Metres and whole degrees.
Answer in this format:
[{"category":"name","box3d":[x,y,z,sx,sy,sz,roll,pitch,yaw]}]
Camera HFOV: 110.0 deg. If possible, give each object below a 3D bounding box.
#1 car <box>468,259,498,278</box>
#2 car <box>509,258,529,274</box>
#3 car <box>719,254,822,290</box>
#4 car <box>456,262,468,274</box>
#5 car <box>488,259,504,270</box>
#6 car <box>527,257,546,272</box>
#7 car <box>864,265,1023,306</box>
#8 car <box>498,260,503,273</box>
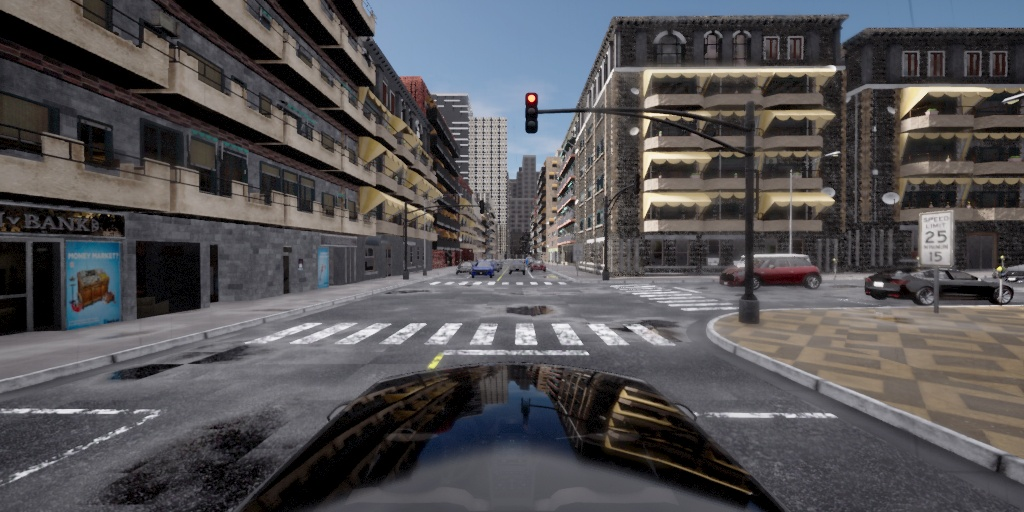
[{"category":"car","box3d":[-2.681,1.236,34.109,1.882,1.535,5.008,0,0,1]},{"category":"car","box3d":[0.611,1.311,41.671,2.033,1.411,5.357,0,0,1]},{"category":"car","box3d":[13.786,0.852,19.345,4.553,1.767,2.097,-1,0,1]},{"category":"car","box3d":[-5.193,1.313,40.081,2.007,1.370,4.403,0,0,1]},{"category":"car","box3d":[-2.408,1.265,54.041,2.128,1.511,4.902,0,0,1]},{"category":"car","box3d":[3.258,1.206,45.493,1.967,1.591,4.097,0,0,1]},{"category":"car","box3d":[15.924,1.079,13.538,4.313,1.339,1.948,0,0,0]},{"category":"car","box3d":[-2.538,1.329,44.066,1.994,1.385,4.181,0,0,2]}]
